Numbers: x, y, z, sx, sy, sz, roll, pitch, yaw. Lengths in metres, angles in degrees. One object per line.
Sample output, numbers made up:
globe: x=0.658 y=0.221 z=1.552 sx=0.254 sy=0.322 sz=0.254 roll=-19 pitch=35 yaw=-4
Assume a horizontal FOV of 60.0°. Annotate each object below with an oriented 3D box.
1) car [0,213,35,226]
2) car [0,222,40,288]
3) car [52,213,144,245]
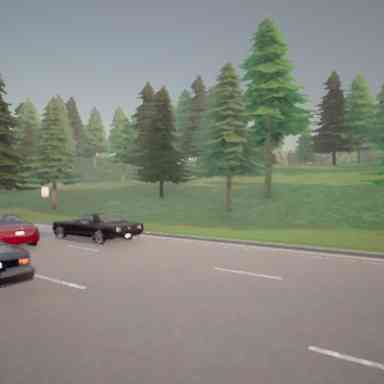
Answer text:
car: x=-8.407 y=1.600 z=14.272 sx=4.181 sy=1.385 sz=1.994 roll=0 pitch=0 yaw=36
car: x=-6.045 y=1.571 z=8.261 sx=5.357 sy=1.411 sz=2.033 roll=0 pitch=0 yaw=36
car: x=-4.608 y=1.632 z=15.854 sx=4.718 sy=1.301 sz=1.895 roll=0 pitch=0 yaw=36
